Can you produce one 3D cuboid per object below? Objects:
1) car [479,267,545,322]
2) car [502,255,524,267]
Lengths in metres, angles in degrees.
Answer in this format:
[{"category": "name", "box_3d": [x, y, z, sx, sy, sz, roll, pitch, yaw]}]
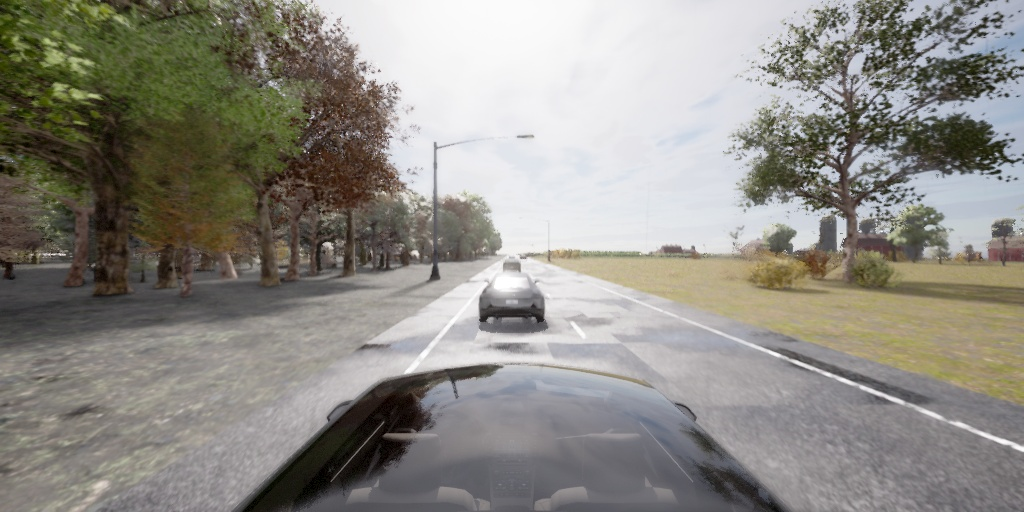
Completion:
[{"category": "car", "box_3d": [-0.002, 1.241, 12.027, 1.994, 1.385, 4.181, 0, 0, 0]}, {"category": "car", "box_3d": [-0.016, 0.966, 38.370, 1.882, 1.535, 5.008, 0, 0, 0]}]
